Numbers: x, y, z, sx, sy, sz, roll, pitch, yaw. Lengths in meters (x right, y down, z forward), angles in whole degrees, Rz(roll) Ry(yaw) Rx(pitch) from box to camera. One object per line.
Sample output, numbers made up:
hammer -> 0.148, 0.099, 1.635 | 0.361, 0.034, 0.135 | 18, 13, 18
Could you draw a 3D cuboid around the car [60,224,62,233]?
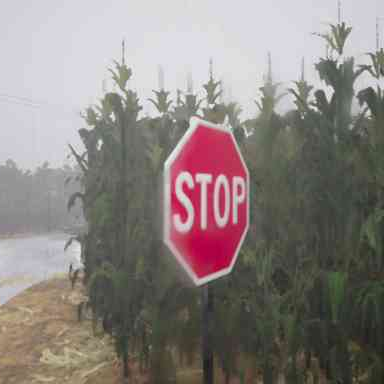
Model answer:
car -> -4.464, 1.453, 17.474 | 1.837, 1.490, 4.892 | 0, 0, 35
